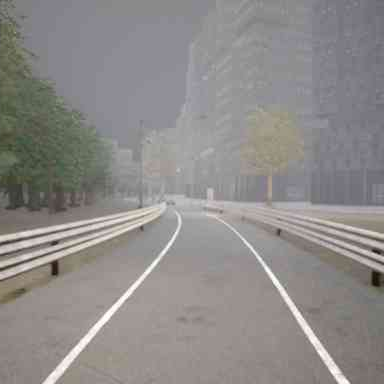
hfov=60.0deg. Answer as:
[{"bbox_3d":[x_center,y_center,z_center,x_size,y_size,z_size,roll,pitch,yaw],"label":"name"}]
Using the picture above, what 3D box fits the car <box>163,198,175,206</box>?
[{"bbox_3d":[-4.473,1.861,63.311,1.994,1.385,4.181,0,0,-16],"label":"car"}]
